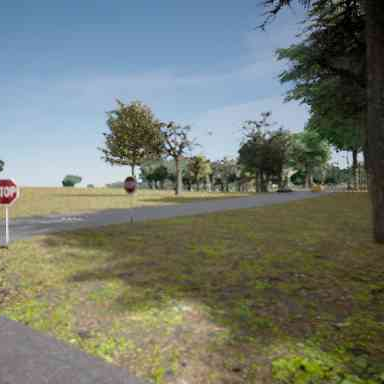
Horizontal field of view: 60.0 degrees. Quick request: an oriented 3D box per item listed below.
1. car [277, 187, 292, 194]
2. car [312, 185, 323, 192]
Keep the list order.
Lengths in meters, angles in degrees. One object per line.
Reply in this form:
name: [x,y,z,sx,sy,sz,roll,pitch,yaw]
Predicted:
car: [18.857,-0.296,67.851,1.895,1.301,4.718,-2,1,34]
car: [27.151,-0.850,71.788,1.882,1.535,5.008,-2,1,28]
